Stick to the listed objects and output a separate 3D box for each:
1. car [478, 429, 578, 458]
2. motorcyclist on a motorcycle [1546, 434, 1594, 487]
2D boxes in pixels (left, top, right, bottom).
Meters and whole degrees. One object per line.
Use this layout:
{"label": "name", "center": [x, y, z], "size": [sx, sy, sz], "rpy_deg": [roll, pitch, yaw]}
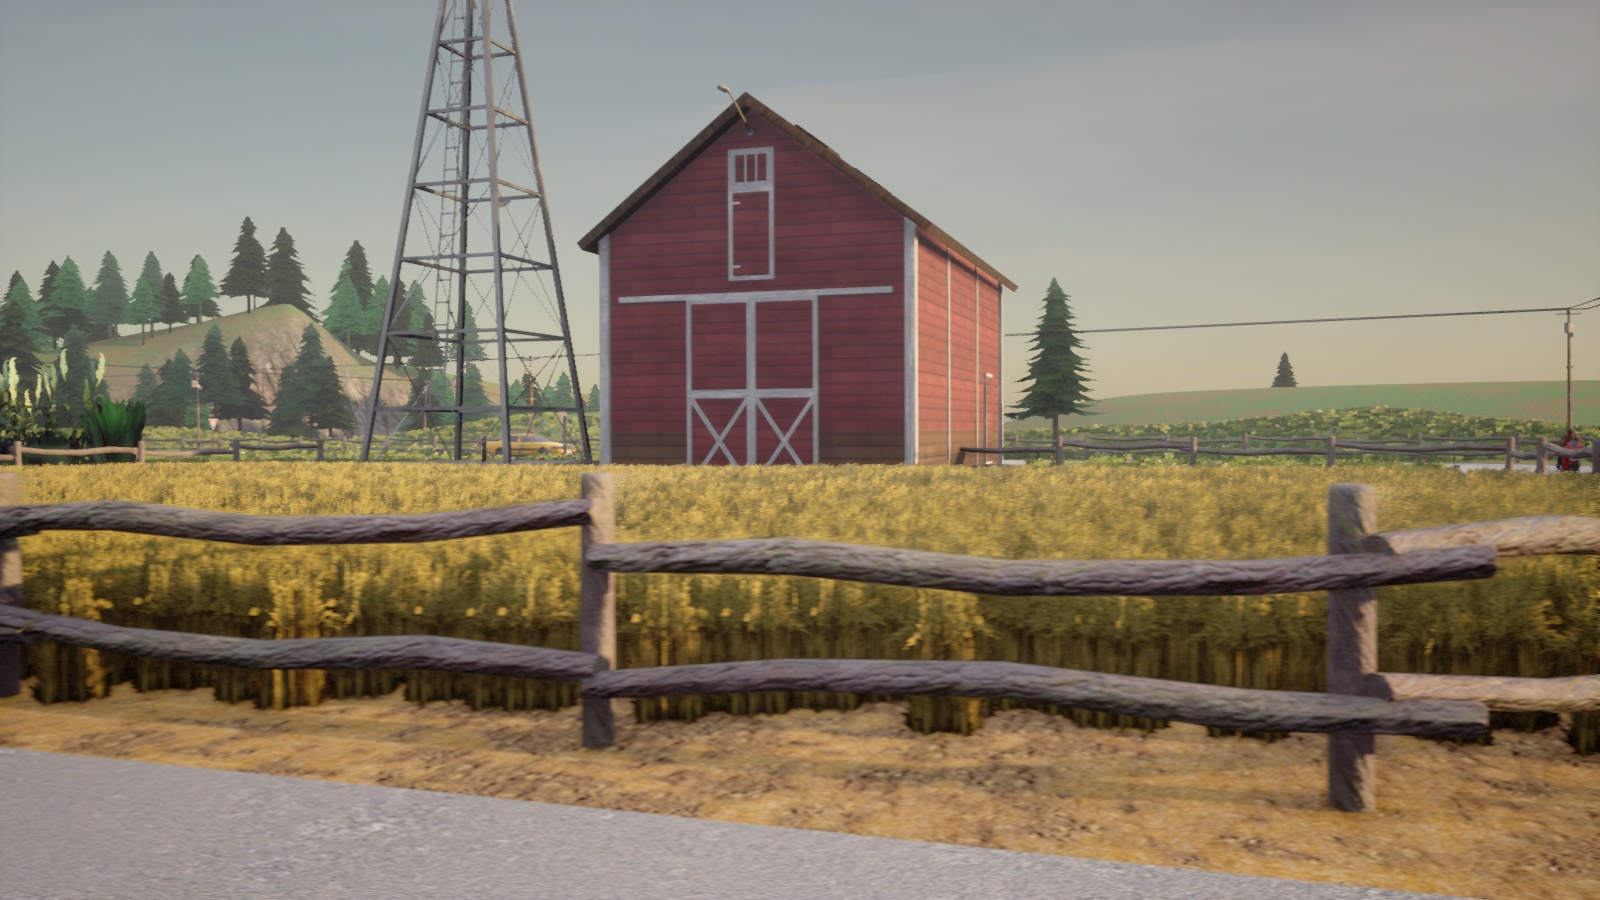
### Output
{"label": "car", "center": [-15.105, -0.383, 69.706], "size": [5.366, 1.575, 1.801], "rpy_deg": [1, 1, 24]}
{"label": "motorcyclist on a motorcycle", "center": [22.761, 0.293, 37.169], "size": [0.797, 1.523, 2.044], "rpy_deg": [1, 1, 20]}
